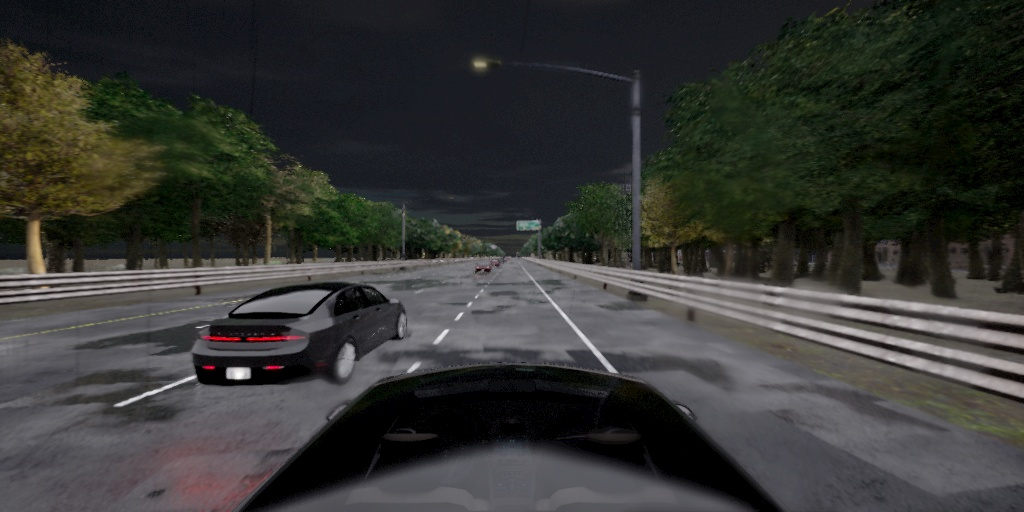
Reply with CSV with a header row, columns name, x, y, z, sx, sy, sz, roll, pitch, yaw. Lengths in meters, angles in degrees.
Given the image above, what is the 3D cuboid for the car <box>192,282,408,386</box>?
name,x,y,z,sx,sy,sz,roll,pitch,yaw
car,-3.502,1.257,7.015,1.837,1.490,4.892,0,0,0

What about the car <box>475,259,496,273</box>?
name,x,y,z,sx,sy,sz,roll,pitch,yaw
car,-3.419,1.383,44.175,1.895,1.301,4.718,0,0,0
